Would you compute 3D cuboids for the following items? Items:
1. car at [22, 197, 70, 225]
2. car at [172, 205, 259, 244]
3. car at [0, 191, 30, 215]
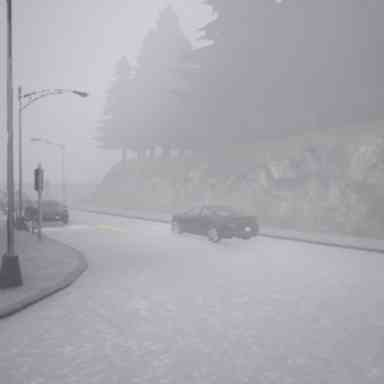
[{"bbox_3d":[-9.627,1.282,21.982,1.837,1.490,4.892,-1,1,-39],"label":"car"},{"bbox_3d":[0.869,1.312,15.253,1.882,1.535,5.008,0,0,-33],"label":"car"},{"bbox_3d":[-16.222,0.920,30.238,2.150,2.045,5.566,-1,1,-39],"label":"car"}]
